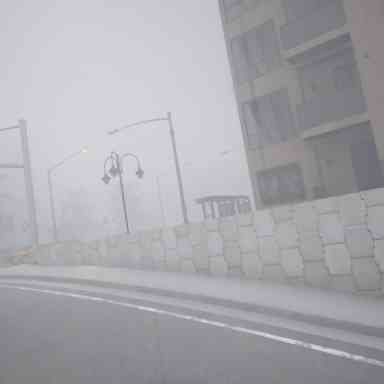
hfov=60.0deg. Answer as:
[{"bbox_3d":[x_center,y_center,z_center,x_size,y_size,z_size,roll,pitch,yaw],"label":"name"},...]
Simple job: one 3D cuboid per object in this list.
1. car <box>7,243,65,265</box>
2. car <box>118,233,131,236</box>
[{"bbox_3d":[-13.697,5.364,29.564,1.882,1.535,5.008,-14,-8,35],"label":"car"},{"bbox_3d":[-7.855,5.457,37.496,1.895,1.301,4.718,-14,-8,35],"label":"car"}]
